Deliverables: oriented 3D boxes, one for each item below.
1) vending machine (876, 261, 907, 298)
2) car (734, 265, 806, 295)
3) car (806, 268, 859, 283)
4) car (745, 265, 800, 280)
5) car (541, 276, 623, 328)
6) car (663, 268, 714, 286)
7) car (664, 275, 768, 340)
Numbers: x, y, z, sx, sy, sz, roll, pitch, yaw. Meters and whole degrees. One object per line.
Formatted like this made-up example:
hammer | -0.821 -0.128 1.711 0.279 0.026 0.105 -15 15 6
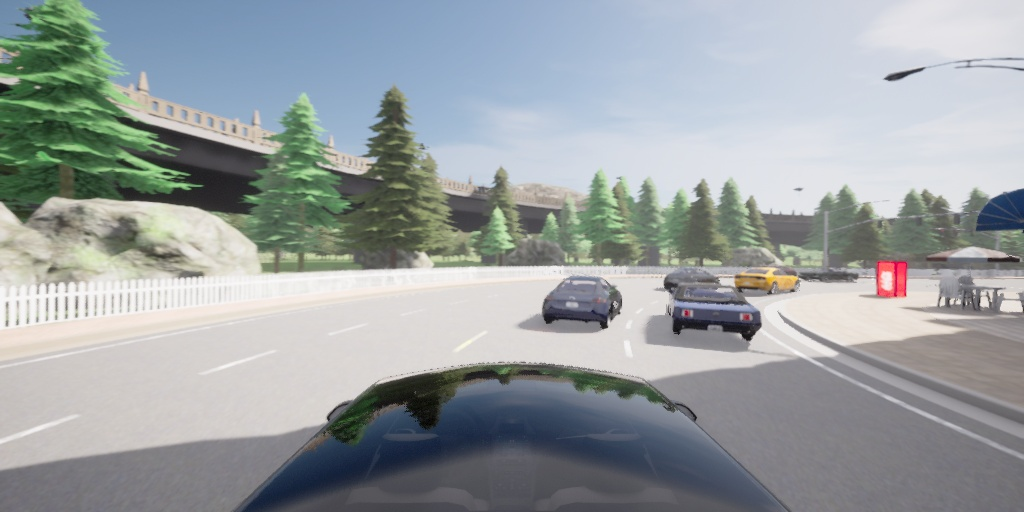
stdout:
vending machine | 20.065 1.241 18.973 0.880 2.100 1.100 0 0 -23
car | 15.484 1.448 21.744 5.008 1.535 1.882 1 0 -33
car | 29.455 1.778 33.385 4.718 1.301 1.895 1 0 -10
car | 26.432 1.651 36.372 4.674 1.442 1.812 1 0 -11
car | 2.424 1.338 11.768 1.994 1.385 4.181 1 0 23
car | 11.728 1.473 23.379 4.181 1.385 1.994 1 0 -36
car | 5.619 1.429 10.500 1.895 1.301 4.718 1 0 22
